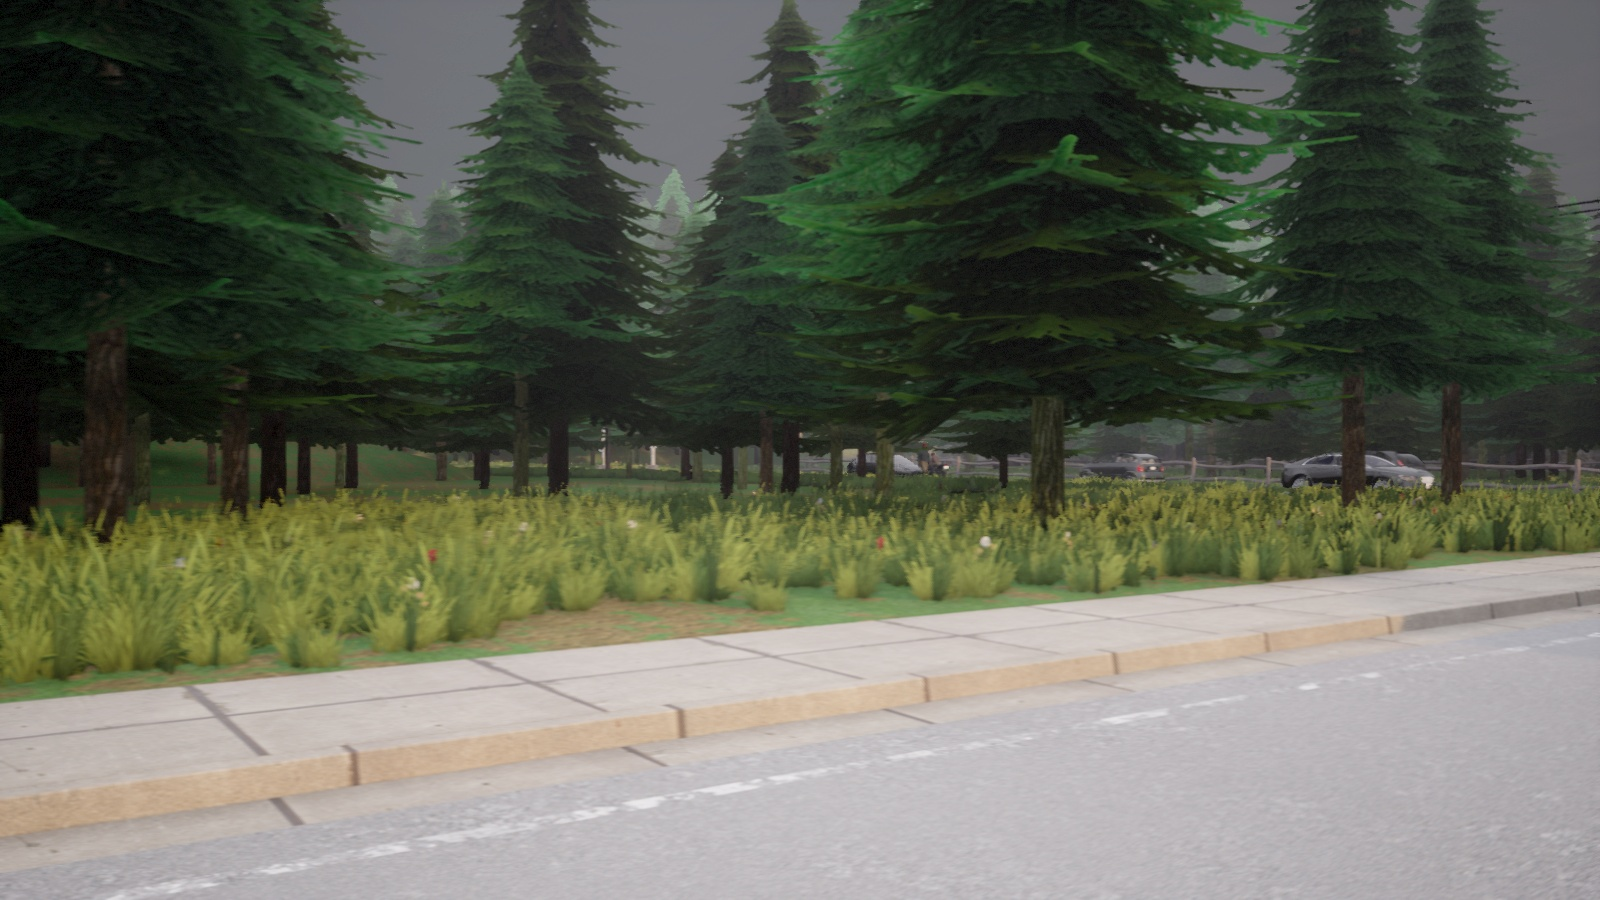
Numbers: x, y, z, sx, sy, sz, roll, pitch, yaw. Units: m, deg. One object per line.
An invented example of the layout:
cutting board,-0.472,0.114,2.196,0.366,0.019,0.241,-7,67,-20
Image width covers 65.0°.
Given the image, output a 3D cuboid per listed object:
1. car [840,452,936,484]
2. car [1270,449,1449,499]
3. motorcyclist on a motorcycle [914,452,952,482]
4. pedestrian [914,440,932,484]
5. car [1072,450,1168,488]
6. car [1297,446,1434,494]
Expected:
car,4.221,0.858,60.928,2.163,1.488,4.792,0,0,-34
car,17.886,0.726,40.391,2.128,1.511,4.902,0,0,-33
motorcyclist on a motorcycle,6.725,0.841,63.480,0.797,1.523,2.044,0,0,-34
pedestrian,5.108,0.497,52.204,0.370,1.835,0.726,0,0,-35
car,13.527,0.798,53.266,1.789,1.549,3.705,0,0,-34
car,19.741,0.674,43.959,1.851,1.617,3.988,0,0,-33
